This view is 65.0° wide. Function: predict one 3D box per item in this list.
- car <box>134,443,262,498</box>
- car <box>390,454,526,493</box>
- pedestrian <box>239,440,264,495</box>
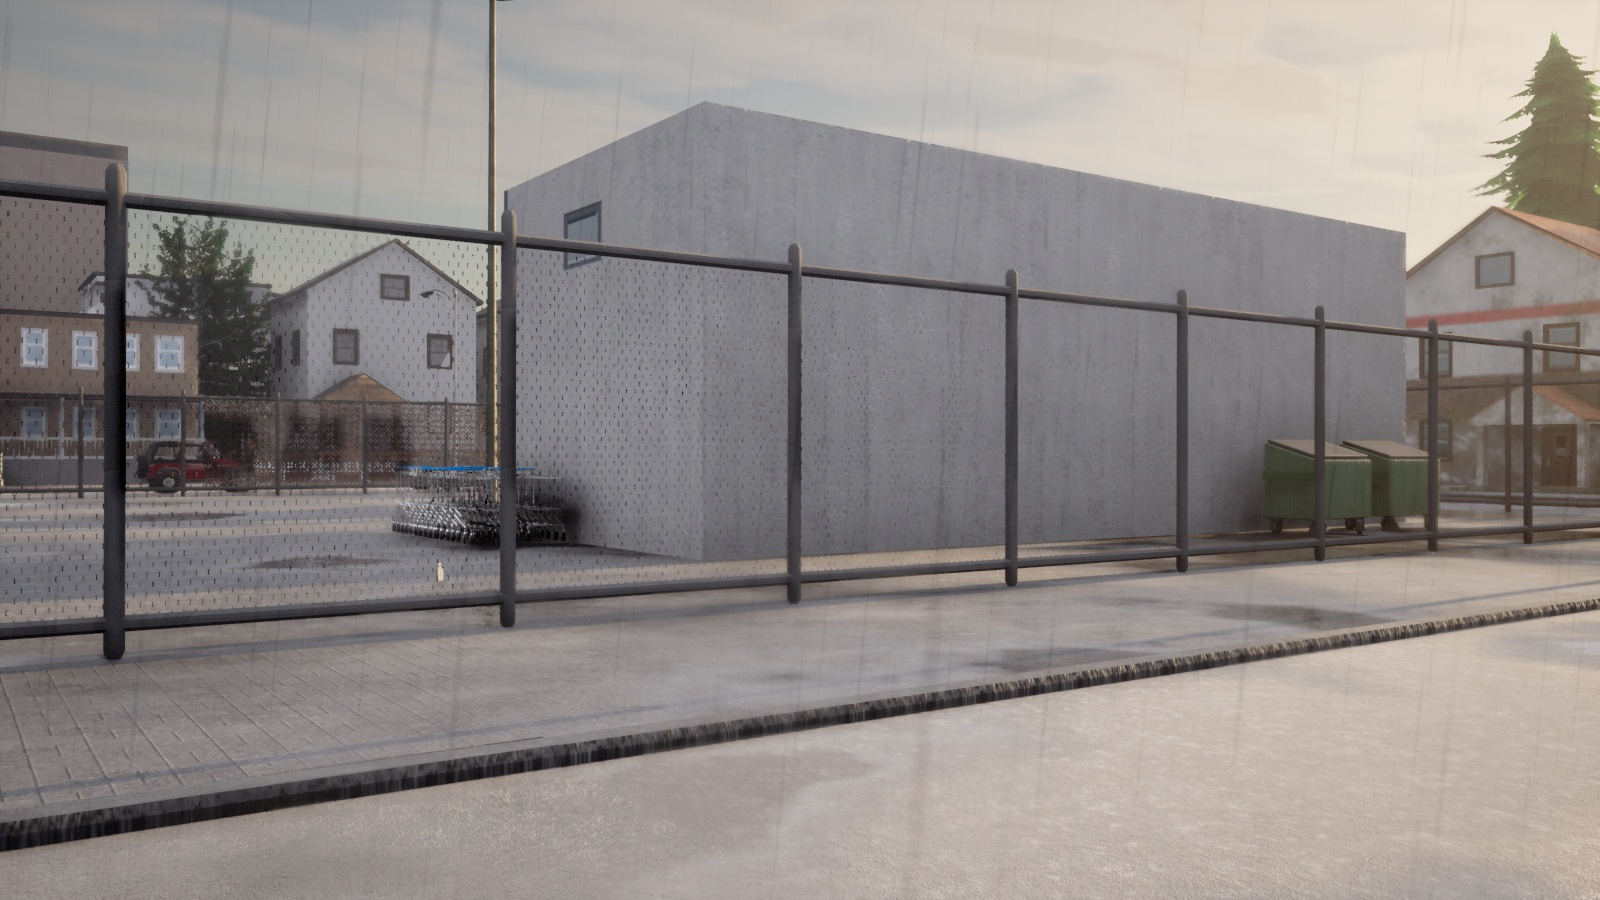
[{"bbox_3d":[-21.386,0.696,44.619,3.866,1.878,1.905,0,0,-34],"label":"car"},{"bbox_3d":[-13.605,0.901,50.073,4.892,1.490,1.837,0,0,-33],"label":"car"},{"bbox_3d":[-18.466,0.597,42.279,0.354,1.836,0.706,0,0,20],"label":"pedestrian"}]
